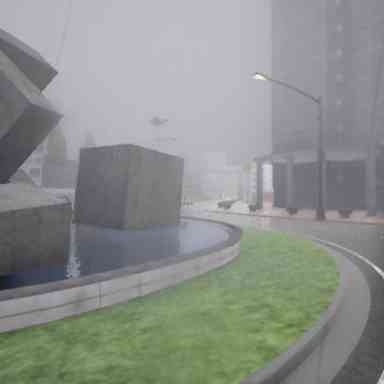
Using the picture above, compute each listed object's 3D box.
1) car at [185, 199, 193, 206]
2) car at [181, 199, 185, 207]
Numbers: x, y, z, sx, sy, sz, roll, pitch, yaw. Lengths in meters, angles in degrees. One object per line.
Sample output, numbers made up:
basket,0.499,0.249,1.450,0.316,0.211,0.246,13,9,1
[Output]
car,-1.000,2.119,68.896,1.994,1.385,4.181,0,0,12
car,-3.238,1.847,58.646,2.097,1.767,4.553,0,0,13
